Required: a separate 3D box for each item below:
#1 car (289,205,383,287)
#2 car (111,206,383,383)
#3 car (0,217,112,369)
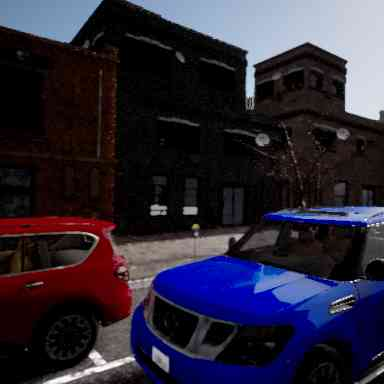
[{"bbox_3d":[5.597,1.418,10.529,5.009,1.841,2.192,1,1,-35],"label":"car"},{"bbox_3d":[1.952,1.263,4.770,5.566,2.045,2.150,1,0,-35],"label":"car"},{"bbox_3d":[-3.207,1.312,4.249,5.009,1.841,2.192,1,1,-35],"label":"car"}]
